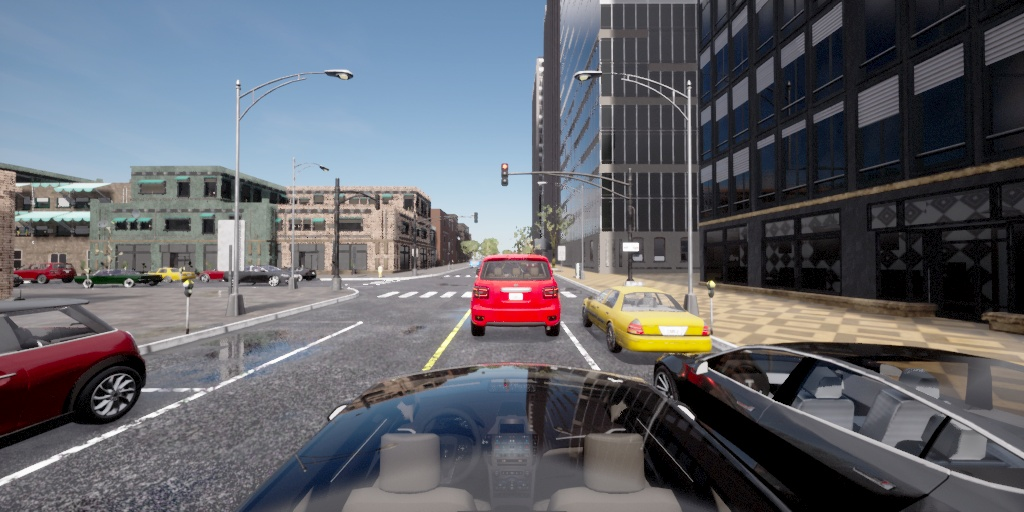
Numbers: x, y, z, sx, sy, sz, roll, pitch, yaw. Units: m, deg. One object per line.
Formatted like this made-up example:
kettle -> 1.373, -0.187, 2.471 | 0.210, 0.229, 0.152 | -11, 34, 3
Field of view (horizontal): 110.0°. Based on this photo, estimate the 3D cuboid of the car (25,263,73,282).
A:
car -> -41.668, 1.522, 31.693 | 5.009, 1.841, 2.192 | 0, 0, 1

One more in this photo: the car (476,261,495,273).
car -> -3.193, 1.312, 43.986 | 2.033, 1.411, 5.357 | 0, 0, 0

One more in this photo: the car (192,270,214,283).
car -> -25.025, 1.488, 31.517 | 4.097, 1.591, 1.967 | 0, 0, 1

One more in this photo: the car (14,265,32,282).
car -> -38.505, 1.590, 25.890 | 4.892, 1.490, 1.837 | -1, -1, 1

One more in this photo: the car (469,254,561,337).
car -> 0.081, 0.975, 10.480 | 2.150, 2.045, 5.566 | 0, 0, 0

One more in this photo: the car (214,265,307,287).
car -> -17.889, 1.380, 25.676 | 4.902, 1.511, 2.128 | -1, -1, 2

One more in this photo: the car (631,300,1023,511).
car -> 2.655, 1.316, 2.791 | 1.948, 1.339, 4.313 | 0, 0, 0

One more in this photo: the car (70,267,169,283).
car -> -28.092, 1.587, 25.766 | 4.718, 1.301, 1.895 | -1, -1, 1

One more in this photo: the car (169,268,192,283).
car -> -30.743, 1.627, 31.577 | 4.829, 1.417, 1.751 | 0, 0, 1

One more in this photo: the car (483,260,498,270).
car -> -3.212, 1.316, 54.610 | 2.033, 1.411, 5.357 | 0, 0, 0

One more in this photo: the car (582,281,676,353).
car -> 2.813, 1.277, 8.605 | 1.751, 1.417, 4.829 | 0, 0, 0

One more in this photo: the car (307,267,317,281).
car -> -19.477, 1.561, 31.458 | 4.313, 1.339, 1.948 | 0, 0, 1

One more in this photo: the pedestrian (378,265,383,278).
pedestrian -> -12.616, 1.398, 34.339 | 0.375, 1.300, 0.375 | 0, 0, 1

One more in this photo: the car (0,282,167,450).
car -> -5.692, 1.190, 2.827 | 1.967, 1.591, 4.097 | 0, 0, 0
